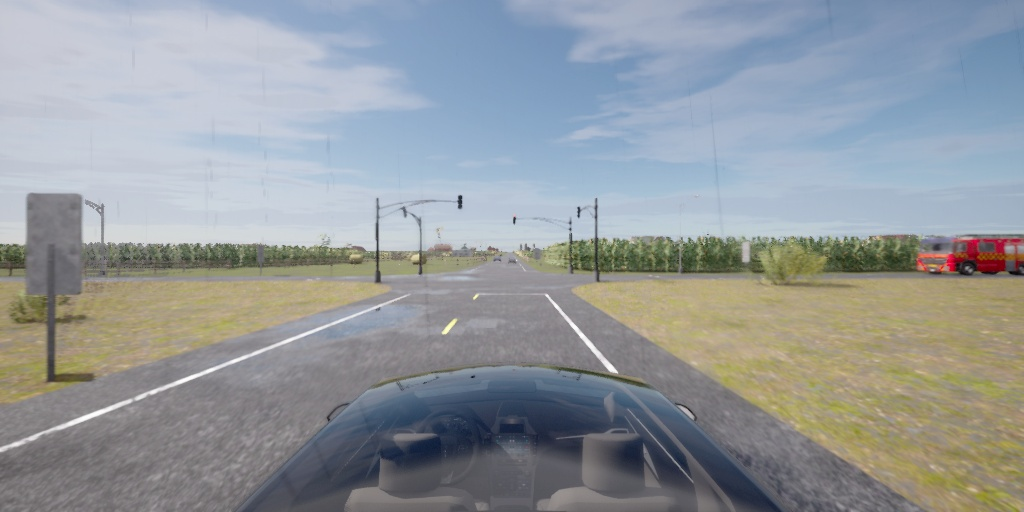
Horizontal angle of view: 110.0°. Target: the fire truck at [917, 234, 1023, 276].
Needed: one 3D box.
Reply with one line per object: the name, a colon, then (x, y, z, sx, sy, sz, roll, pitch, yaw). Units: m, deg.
fire truck: (43.772, -0.111, 33.752, 8.468, 3.827, 2.891, 0, 0, 0)
